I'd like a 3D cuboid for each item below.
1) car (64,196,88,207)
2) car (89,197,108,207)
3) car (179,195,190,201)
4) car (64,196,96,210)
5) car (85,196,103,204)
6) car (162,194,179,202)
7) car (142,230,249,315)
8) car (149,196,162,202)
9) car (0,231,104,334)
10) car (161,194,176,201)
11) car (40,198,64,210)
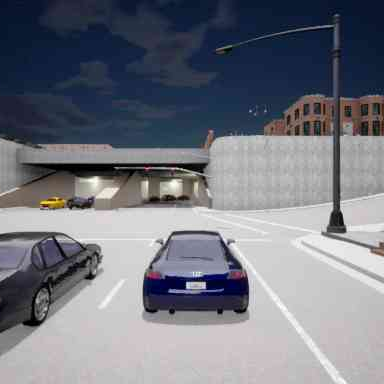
[{"bbox_3d":[-18.531,1.491,53.369,2.128,1.511,4.902,0,0,-1],"label":"car"},{"bbox_3d":[-15.039,1.525,53.757,1.812,1.442,4.674,0,0,-1],"label":"car"},{"bbox_3d":[-2.145,1.524,84.982,1.812,1.442,4.674,0,0,28],"label":"car"},{"bbox_3d":[-14.809,1.547,44.306,2.033,1.411,5.357,0,0,-1],"label":"car"},{"bbox_3d":[-18.737,1.491,63.635,2.128,1.511,4.902,0,0,-1],"label":"car"},{"bbox_3d":[-4.772,1.355,75.186,2.097,1.767,4.553,0,0,6],"label":"car"},{"bbox_3d":[0.075,1.564,7.676,1.994,1.385,4.181,0,0,0],"label":"car"},{"bbox_3d":[-8.291,1.540,74.893,2.033,1.411,5.357,0,0,6],"label":"car"},{"bbox_3d":[-3.426,1.547,6.977,2.033,1.411,5.357,0,0,0],"label":"car"},{"bbox_3d":[-5.951,1.355,84.943,2.097,1.767,4.553,0,0,24],"label":"car"},{"bbox_3d":[-18.297,1.477,43.904,1.882,1.535,5.008,0,0,-1],"label":"car"}]
